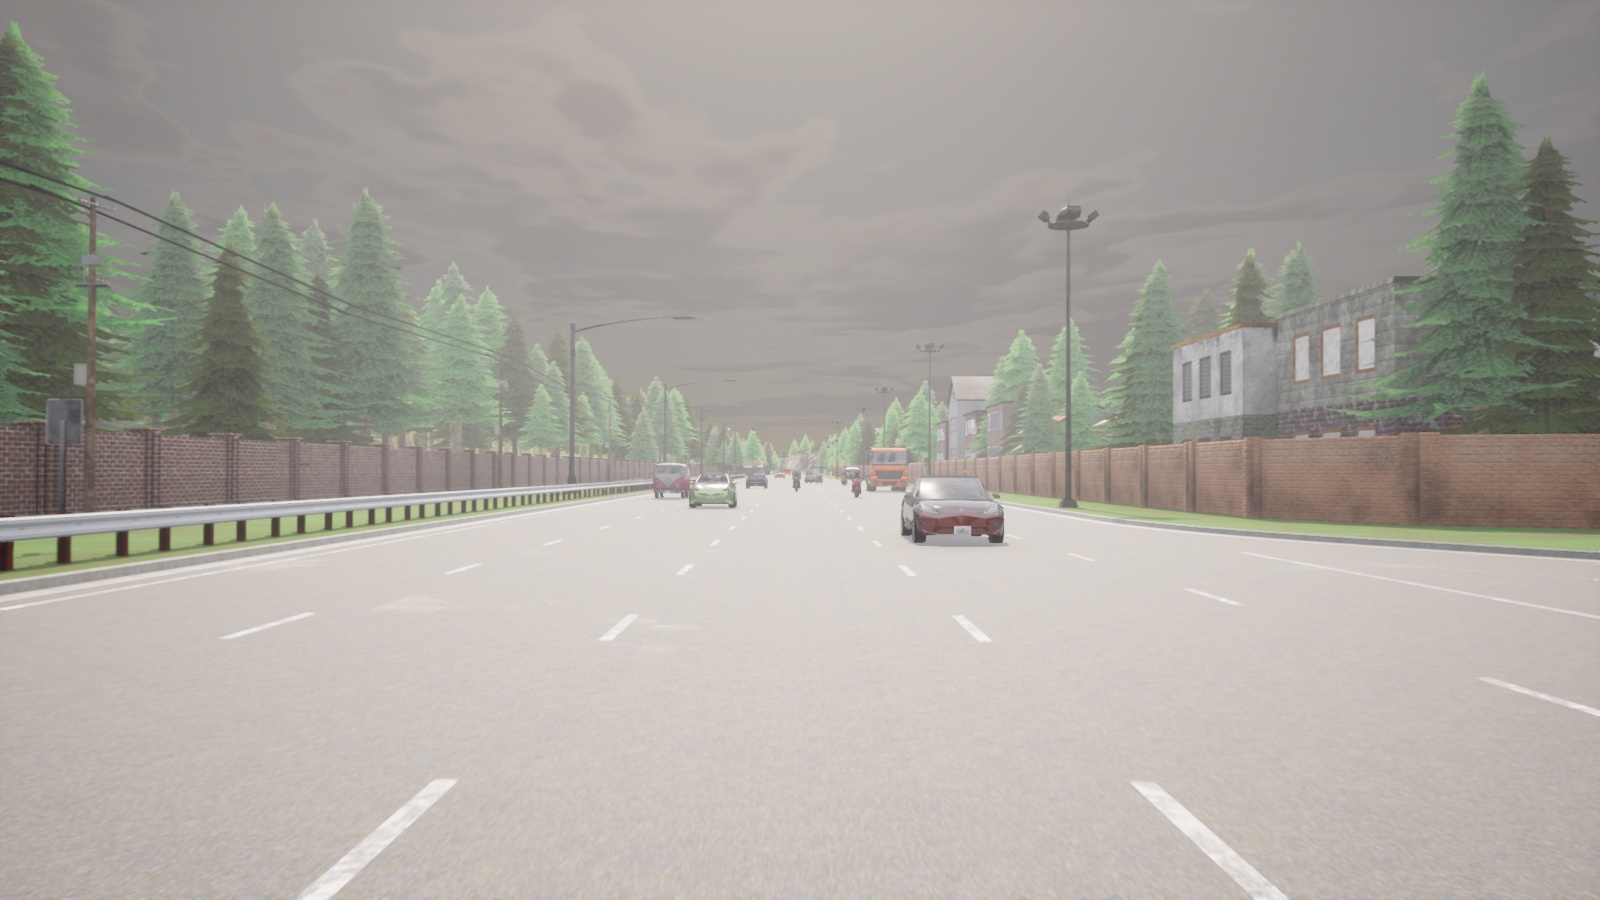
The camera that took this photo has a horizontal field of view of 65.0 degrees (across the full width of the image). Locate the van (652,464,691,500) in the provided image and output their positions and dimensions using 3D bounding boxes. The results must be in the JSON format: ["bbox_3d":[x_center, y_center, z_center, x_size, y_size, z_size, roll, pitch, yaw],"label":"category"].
[{"bbox_3d":[-7.176,1.777,70.541,1.775,1.987,4.442,0,-1,0],"label":"van"}]

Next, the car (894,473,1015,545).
[{"bbox_3d":[3.428,1.284,28.843,2.163,1.488,4.792,0,-1,0],"label":"car"}]

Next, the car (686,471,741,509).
[{"bbox_3d":[-3.633,1.671,53.477,2.007,1.525,4.514,0,-1,0],"label":"car"}]
